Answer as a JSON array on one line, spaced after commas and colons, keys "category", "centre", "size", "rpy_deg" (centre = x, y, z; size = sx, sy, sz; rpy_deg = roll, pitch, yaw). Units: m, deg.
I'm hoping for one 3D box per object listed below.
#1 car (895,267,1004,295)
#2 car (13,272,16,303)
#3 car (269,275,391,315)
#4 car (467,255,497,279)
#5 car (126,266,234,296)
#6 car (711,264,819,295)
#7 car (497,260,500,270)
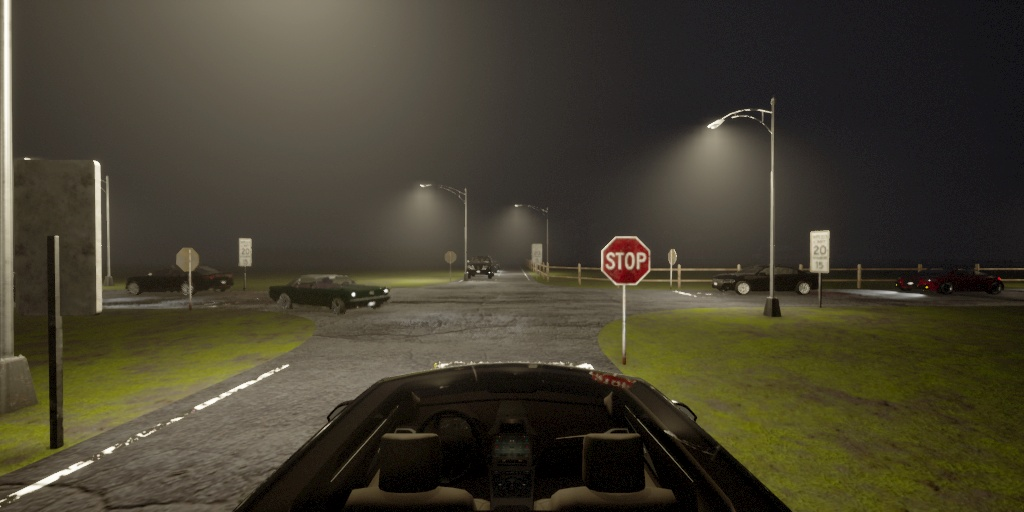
[{"category": "car", "centre": [23.222, 1.277, 19.148], "size": [4.181, 1.385, 1.994], "rpy_deg": [0, 1, -1]}, {"category": "car", "centre": [-22.920, 1.397, 16.693], "size": [4.718, 1.301, 1.895], "rpy_deg": [0, 1, 9]}, {"category": "car", "centre": [-6.920, 1.379, 13.637], "size": [4.718, 1.301, 1.895], "rpy_deg": [0, 0, 26]}, {"category": "car", "centre": [-2.808, 0.967, 32.927], "size": [2.150, 2.045, 5.566], "rpy_deg": [0, 0, 1]}, {"category": "car", "centre": [-17.491, 1.233, 18.935], "size": [5.008, 1.535, 1.882], "rpy_deg": [0, 1, 6]}, {"category": "car", "centre": [13.232, 1.198, 18.912], "size": [5.008, 1.535, 1.882], "rpy_deg": [0, 1, 0]}, {"category": "car", "centre": [-2.769, 1.309, 42.936], "size": [1.994, 1.385, 4.181], "rpy_deg": [0, 0, 0]}]
